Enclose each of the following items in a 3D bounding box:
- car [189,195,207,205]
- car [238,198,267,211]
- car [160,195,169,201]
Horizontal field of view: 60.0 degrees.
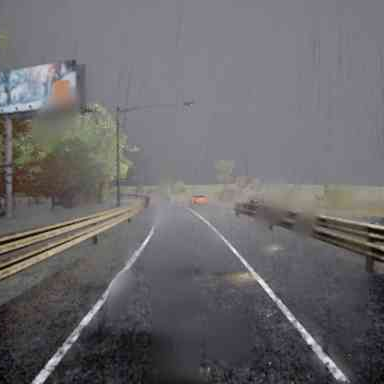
[{"bbox_3d":[0.972,1.318,57.526,2.097,1.767,4.553,0,0,-16],"label":"car"},{"bbox_3d":[6.630,1.415,37.388,2.128,1.511,4.902,0,0,-16],"label":"car"},{"bbox_3d":[-7.166,1.495,86.518,1.882,1.535,5.008,0,0,-16],"label":"car"}]
